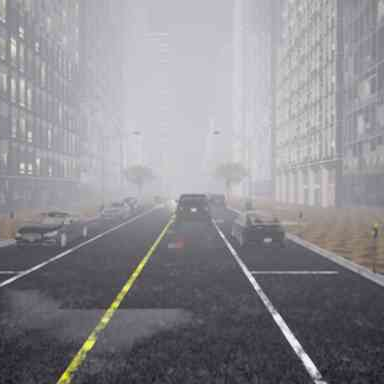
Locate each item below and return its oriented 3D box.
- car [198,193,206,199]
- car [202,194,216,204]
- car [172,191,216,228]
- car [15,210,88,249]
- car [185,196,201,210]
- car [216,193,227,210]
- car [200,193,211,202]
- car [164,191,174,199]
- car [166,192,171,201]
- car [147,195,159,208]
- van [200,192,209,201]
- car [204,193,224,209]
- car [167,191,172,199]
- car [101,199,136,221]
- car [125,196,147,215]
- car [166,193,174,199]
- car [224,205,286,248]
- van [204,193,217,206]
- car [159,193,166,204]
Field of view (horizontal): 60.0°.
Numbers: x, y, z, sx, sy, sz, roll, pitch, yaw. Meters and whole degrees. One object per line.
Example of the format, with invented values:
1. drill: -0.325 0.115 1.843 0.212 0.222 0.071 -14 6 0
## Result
1. car: 2.673 0.978 87.875 2.008 1.369 4.403 -1 0 0
2. car: 2.676 1.093 53.773 1.967 1.590 4.097 -1 0 0
3. car: 0.099 1.085 21.197 2.150 2.045 5.566 0 0 0
4. car: -5.699 1.460 13.988 2.008 1.369 4.403 -1 0 0
5. car: 0.098 1.250 39.547 1.837 1.490 4.892 0 0 0
6. car: 2.676 1.079 36.722 2.192 1.841 5.009 -1 0 0
7. car: 2.674 1.018 65.140 1.967 1.590 4.097 -1 0 0
8. car: -5.709 0.779 82.189 2.192 1.841 5.009 -1 0 0
9. car: -5.705 1.128 65.140 2.008 1.369 4.403 -1 0 0
10. car: -5.702 1.253 42.236 1.752 1.417 4.829 -1 0 0
11. van: 2.673 0.881 70.823 1.690 1.788 3.998 -1 0 0
12. car: 2.676 1.042 42.406 2.192 1.841 5.009 -1 0 0
13. car: -5.707 0.942 76.506 1.967 1.590 4.097 -1 0 0
14. car: -5.700 1.418 25.355 1.802 1.307 4.206 -1 0 0
15. car: -5.702 1.240 31.038 1.967 1.590 4.097 -1 0 0
16. car: -5.708 1.009 87.874 1.802 1.307 4.206 -1 0 0
17. car: 2.682 1.461 13.989 2.008 1.369 4.403 -1 0 0
18. van: 2.676 1.031 48.089 1.690 1.788 3.998 -1 0 0
19. car: -5.704 1.218 53.773 1.947 1.339 4.313 -1 0 0
